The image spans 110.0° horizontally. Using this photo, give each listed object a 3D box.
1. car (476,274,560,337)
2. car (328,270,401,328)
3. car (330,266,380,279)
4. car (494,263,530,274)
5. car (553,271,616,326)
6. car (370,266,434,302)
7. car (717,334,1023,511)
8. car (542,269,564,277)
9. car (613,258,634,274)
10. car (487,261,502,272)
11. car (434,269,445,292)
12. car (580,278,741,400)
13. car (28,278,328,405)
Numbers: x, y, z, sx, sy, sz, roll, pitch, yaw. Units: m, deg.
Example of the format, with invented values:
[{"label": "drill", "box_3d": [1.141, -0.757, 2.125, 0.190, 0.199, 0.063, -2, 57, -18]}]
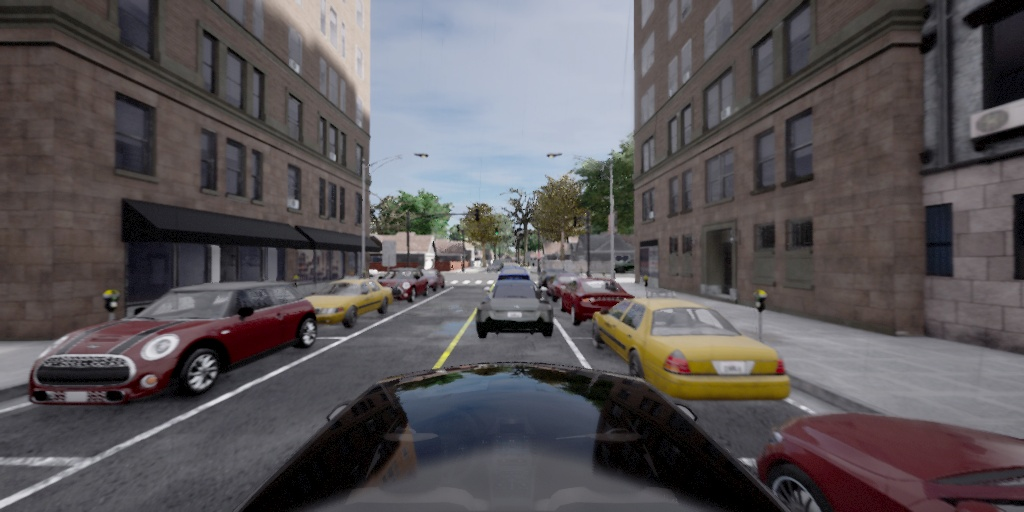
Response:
[{"label": "car", "box_3d": [0.102, 1.386, 10.527, 1.994, 1.385, 4.181, 0, -1, 1]}, {"label": "car", "box_3d": [-5.375, 1.360, 11.772, 1.751, 1.417, 4.829, 0, 0, 0]}, {"label": "car", "box_3d": [-17.147, 1.761, 39.289, 4.718, 1.301, 1.895, 0, 0, -3]}, {"label": "car", "box_3d": [0.115, 1.399, 22.253, 1.882, 1.535, 5.008, 0, -1, 0]}, {"label": "car", "box_3d": [2.651, 1.380, 11.934, 1.888, 1.381, 4.507, 0, 0, 0]}, {"label": "car", "box_3d": [-5.367, 1.321, 17.461, 1.967, 1.591, 4.097, 0, 0, 0]}, {"label": "car", "box_3d": [2.636, 1.325, 0.898, 1.802, 1.307, 4.207, 0, 0, 0]}, {"label": "car", "box_3d": [2.658, 1.463, 17.452, 1.802, 1.307, 4.207, 0, 0, 0]}, {"label": "car", "box_3d": [15.542, 1.242, 45.936, 5.566, 2.045, 2.150, 0, 0, 0]}, {"label": "car", "box_3d": [-3.011, 1.840, 57.556, 1.895, 1.301, 4.718, 0, -1, 0]}, {"label": "car", "box_3d": [-5.359, 1.510, 22.980, 1.802, 1.307, 4.207, 0, 0, 0]}, {"label": "car", "box_3d": [2.643, 1.314, 6.586, 1.751, 1.417, 4.829, 0, 0, 0]}, {"label": "car", "box_3d": [-5.382, 1.228, 6.424, 1.967, 1.591, 4.097, 0, 0, 0]}]
